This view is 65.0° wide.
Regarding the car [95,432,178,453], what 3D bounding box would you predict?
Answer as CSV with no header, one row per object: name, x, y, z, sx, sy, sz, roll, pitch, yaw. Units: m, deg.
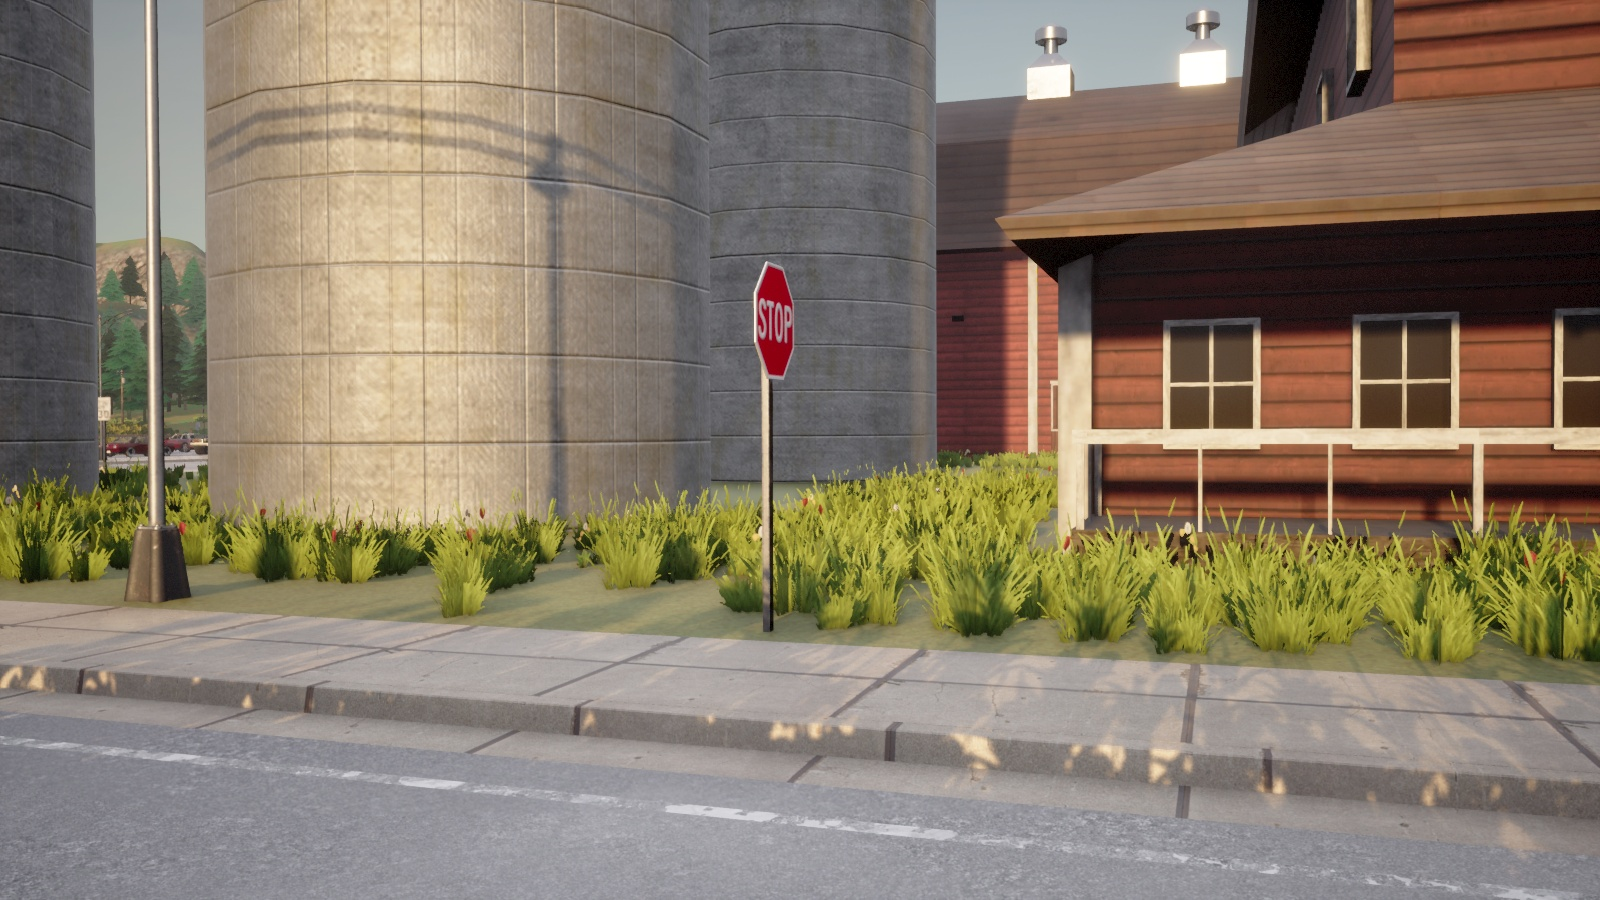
car,-42.547,-0.523,80.598,1.895,1.301,4.718,1,1,18
